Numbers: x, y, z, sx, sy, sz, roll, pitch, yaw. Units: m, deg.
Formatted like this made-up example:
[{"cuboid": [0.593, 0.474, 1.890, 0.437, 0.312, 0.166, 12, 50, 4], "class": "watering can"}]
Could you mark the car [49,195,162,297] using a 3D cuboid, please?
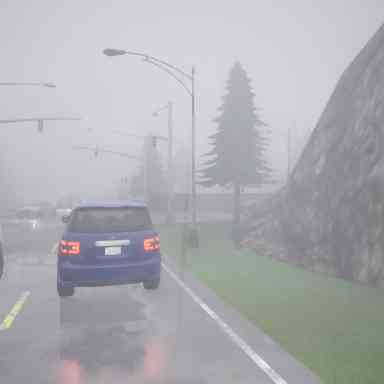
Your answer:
[{"cuboid": [-2.280, 1.221, 8.946, 2.150, 2.045, 5.566, 0, 0, -17], "class": "car"}]

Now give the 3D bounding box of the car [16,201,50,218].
[{"cuboid": [-13.818, 1.525, 29.975, 1.812, 1.442, 4.674, 1, 0, 3], "class": "car"}]

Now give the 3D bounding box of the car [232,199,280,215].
[{"cuboid": [6.403, 1.505, 33.334, 4.892, 1.490, 1.837, 0, 0, -18], "class": "car"}]

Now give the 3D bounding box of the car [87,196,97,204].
[{"cuboid": [-19.446, 1.526, 64.551, 1.812, 1.442, 4.674, 0, 0, -17], "class": "car"}]

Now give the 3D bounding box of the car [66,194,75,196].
[{"cuboid": [-17.536, 1.490, 46.118, 2.128, 1.511, 4.902, 0, 0, -17], "class": "car"}]

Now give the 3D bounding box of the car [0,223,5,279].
[{"cuboid": [-5.350, 1.221, 6.474, 2.150, 2.045, 5.566, 0, 0, -17], "class": "car"}]

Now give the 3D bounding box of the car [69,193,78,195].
[{"cuboid": [-23.302, 1.223, 65.174, 2.150, 2.045, 5.566, 0, 0, -17], "class": "car"}]
